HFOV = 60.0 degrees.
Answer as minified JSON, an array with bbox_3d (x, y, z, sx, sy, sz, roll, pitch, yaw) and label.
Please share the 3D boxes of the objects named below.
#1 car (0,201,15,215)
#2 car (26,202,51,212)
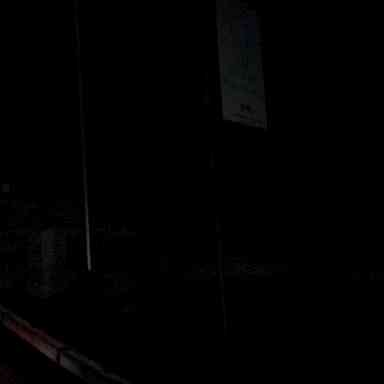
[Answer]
[{"bbox_3d":[-23.179,1.881,39.824,2.097,1.767,4.553,-3,0,-5],"label":"car"},{"bbox_3d":[-23.521,2.231,51.204,1.994,1.385,4.181,-4,-1,7],"label":"car"}]
